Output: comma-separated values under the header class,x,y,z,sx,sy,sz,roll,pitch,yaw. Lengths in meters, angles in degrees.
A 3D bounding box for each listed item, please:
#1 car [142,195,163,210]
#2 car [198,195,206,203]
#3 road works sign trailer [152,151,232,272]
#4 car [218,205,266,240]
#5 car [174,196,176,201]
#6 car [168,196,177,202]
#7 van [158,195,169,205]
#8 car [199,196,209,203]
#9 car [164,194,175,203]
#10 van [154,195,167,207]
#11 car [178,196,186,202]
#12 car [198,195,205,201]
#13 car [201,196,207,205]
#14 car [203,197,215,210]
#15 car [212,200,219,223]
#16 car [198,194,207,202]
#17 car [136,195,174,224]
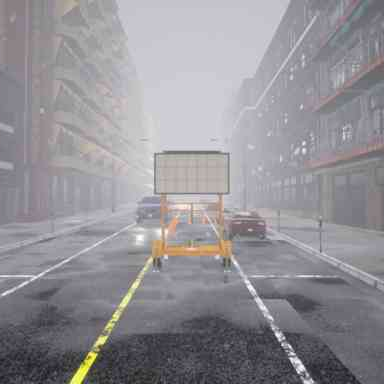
class,x,y,z,sx,sy,sz,roll,pitch,yaw
car,-5.255,1.396,44.793,2.192,1.841,5.009,2,0,0
car,2.633,1.680,61.315,1.887,1.381,4.507,1,0,0
road works sign trailer,-0.002,0.474,10.752,2.380,3.560,2.880,0,0,0
car,2.597,1.563,17.069,1.887,1.381,4.507,1,0,0
car,-5.233,1.497,72.444,2.192,1.841,5.009,1,0,0
car,-5.226,1.825,89.036,1.947,1.339,4.313,1,0,0
van,-5.243,1.477,61.384,1.690,1.788,3.998,1,0,0
car,2.652,1.621,72.377,1.967,1.590,4.097,1,0,0
car,-5.229,1.521,77.974,2.192,1.841,5.009,1,0,0
van,-5.246,1.456,55.852,1.690,1.788,3.998,2,0,0
car,-2.680,1.817,87.602,1.994,1.385,4.181,0,0,0
car,2.627,1.729,94.502,1.967,1.590,4.097,1,0,0
car,2.619,1.632,44.723,2.008,1.369,4.403,1,0,0
car,2.615,1.611,39.191,1.887,1.381,4.507,1,0,0
car,2.602,1.553,22.771,1.752,1.417,4.829,1,0,0
car,2.622,1.546,83.439,2.192,1.841,5.009,1,0,0
car,-2.830,1.254,25.345,2.150,2.045,5.566,0,0,0
